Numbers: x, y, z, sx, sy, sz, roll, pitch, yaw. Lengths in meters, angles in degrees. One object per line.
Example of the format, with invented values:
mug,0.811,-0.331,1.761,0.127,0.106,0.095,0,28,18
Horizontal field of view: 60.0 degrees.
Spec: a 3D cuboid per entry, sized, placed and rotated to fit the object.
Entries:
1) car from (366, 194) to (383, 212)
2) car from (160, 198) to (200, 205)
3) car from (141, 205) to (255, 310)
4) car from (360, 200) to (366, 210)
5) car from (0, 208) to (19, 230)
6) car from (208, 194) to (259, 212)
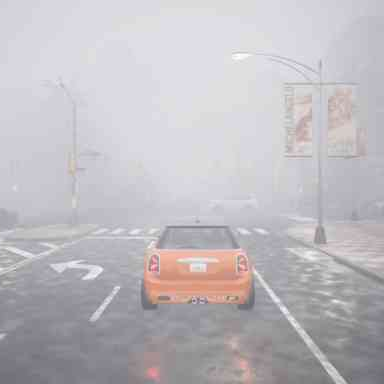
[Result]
car,22.079,1.352,36.276,4.553,1.767,2.097,0,0,1
car,-1.454,1.505,40.033,4.892,1.490,1.837,0,0,1
car,0.112,1.352,7.994,2.097,1.767,4.553,0,0,0
car,23.207,1.222,39.772,5.566,2.045,2.150,0,0,1
car,-11.722,1.547,18.575,2.033,1.411,5.357,0,0,-1
car,4.463,1.224,36.269,5.566,2.045,2.150,0,0,-3
